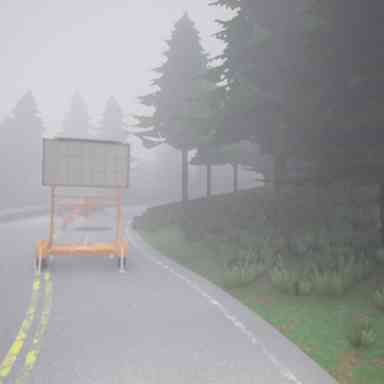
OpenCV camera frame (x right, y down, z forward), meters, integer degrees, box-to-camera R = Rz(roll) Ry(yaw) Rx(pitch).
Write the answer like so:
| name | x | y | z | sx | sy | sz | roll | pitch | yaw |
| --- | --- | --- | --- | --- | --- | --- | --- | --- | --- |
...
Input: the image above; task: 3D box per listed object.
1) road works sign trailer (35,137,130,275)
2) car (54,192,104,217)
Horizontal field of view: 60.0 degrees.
| name | x | y | z | sx | sy | sz | roll | pitch | yaw |
| --- | --- | --- | --- | --- | --- | --- | --- | --- | --- |
| road works sign trailer | -3.090 | 0.256 | 9.766 | 2.380 | 3.560 | 2.880 | 2 | 1 | -15 |
| car | -8.224 | 0.790 | 24.465 | 2.097 | 1.767 | 4.553 | 0 | 1 | 6 |
